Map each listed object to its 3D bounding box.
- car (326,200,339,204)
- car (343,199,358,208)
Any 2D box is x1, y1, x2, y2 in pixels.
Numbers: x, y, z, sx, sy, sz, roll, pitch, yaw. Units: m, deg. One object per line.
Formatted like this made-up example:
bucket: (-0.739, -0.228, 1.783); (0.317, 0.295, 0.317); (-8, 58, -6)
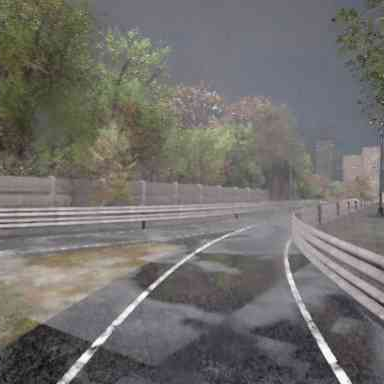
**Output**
car: (27.347, 2.160, 64.682); (1.994, 1.385, 4.181); (1, -1, 31)
car: (28.612, 2.103, 60.480); (1.882, 1.535, 5.008); (1, -1, 31)
